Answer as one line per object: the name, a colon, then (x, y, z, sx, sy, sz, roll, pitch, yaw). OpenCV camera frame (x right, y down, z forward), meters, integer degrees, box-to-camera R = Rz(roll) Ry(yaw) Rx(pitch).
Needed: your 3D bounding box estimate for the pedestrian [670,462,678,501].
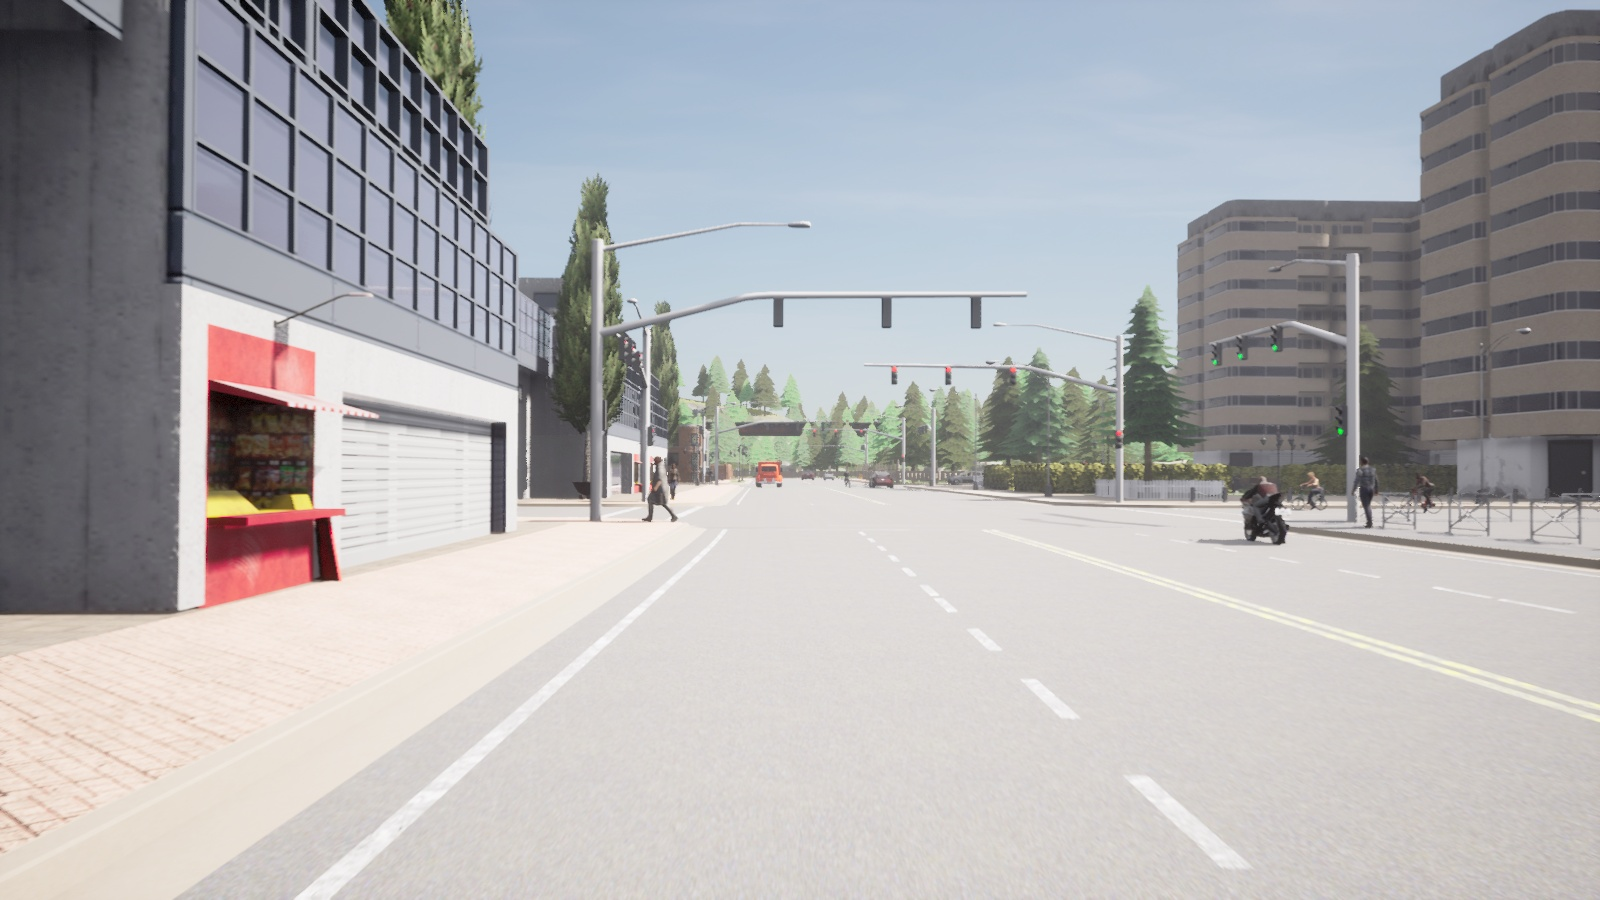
pedestrian: (-5.942, 1.489, 59.286, 0.328, 1.805, 0.869, 0, -1, -2)

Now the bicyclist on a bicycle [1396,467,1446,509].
bicyclist on a bicycle: (24.287, 1.492, 49.108, 1.656, 1.620, 0.582, 0, -1, -2)

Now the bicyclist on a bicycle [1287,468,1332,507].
bicyclist on a bicycle: (21.285, 1.545, 52.509, 1.509, 1.612, 0.866, 0, -1, -2)

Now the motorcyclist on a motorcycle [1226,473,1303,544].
motorcyclist on a motorcycle: (10.387, 1.280, 28.158, 0.866, 1.530, 2.191, 0, -1, -1)

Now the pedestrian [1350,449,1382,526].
pedestrian: (14.454, 0.952, 32.084, 0.423, 1.949, 0.788, 0, -1, -2)

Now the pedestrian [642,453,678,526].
pedestrian: (-3.818, 1.060, 34.169, 0.873, 1.952, 0.659, 0, -1, -15)
